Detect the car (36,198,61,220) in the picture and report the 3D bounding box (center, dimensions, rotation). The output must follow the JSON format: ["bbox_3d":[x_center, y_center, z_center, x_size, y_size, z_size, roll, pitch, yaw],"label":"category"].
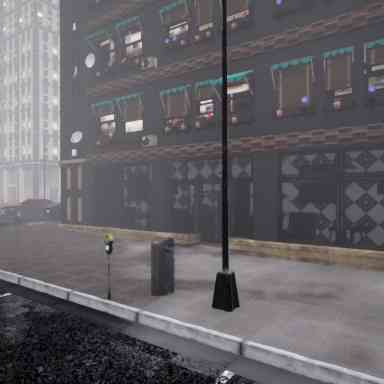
[{"bbox_3d":[-8.261,1.279,23.555,1.947,1.339,4.313,1,1,35],"label":"car"}]

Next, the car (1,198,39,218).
[{"bbox_3d":[-12.897,1.262,27.047,1.812,1.442,4.674,0,1,35],"label":"car"}]
